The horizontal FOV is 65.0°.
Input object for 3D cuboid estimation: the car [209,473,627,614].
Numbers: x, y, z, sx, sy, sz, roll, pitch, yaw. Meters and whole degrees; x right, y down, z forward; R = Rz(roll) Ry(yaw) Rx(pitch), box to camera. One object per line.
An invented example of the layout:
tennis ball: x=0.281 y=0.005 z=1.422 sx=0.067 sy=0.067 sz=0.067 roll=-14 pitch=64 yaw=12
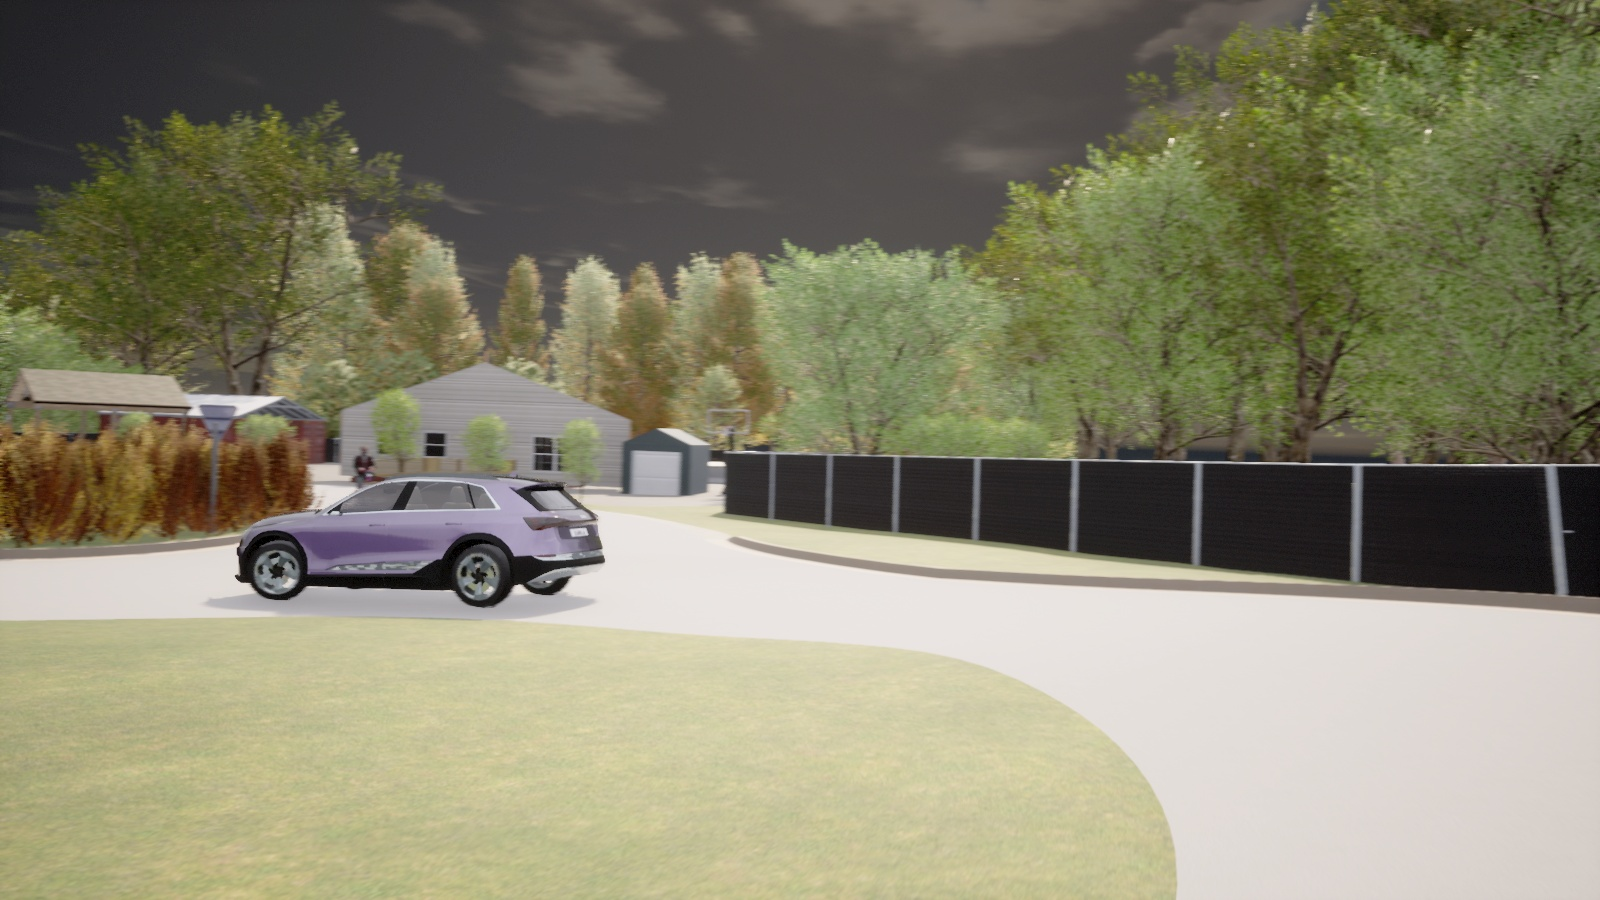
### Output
car: x=-4.916 y=1.127 z=16.341 sx=4.856 sy=1.649 sz=2.033 roll=0 pitch=-1 yaw=16
